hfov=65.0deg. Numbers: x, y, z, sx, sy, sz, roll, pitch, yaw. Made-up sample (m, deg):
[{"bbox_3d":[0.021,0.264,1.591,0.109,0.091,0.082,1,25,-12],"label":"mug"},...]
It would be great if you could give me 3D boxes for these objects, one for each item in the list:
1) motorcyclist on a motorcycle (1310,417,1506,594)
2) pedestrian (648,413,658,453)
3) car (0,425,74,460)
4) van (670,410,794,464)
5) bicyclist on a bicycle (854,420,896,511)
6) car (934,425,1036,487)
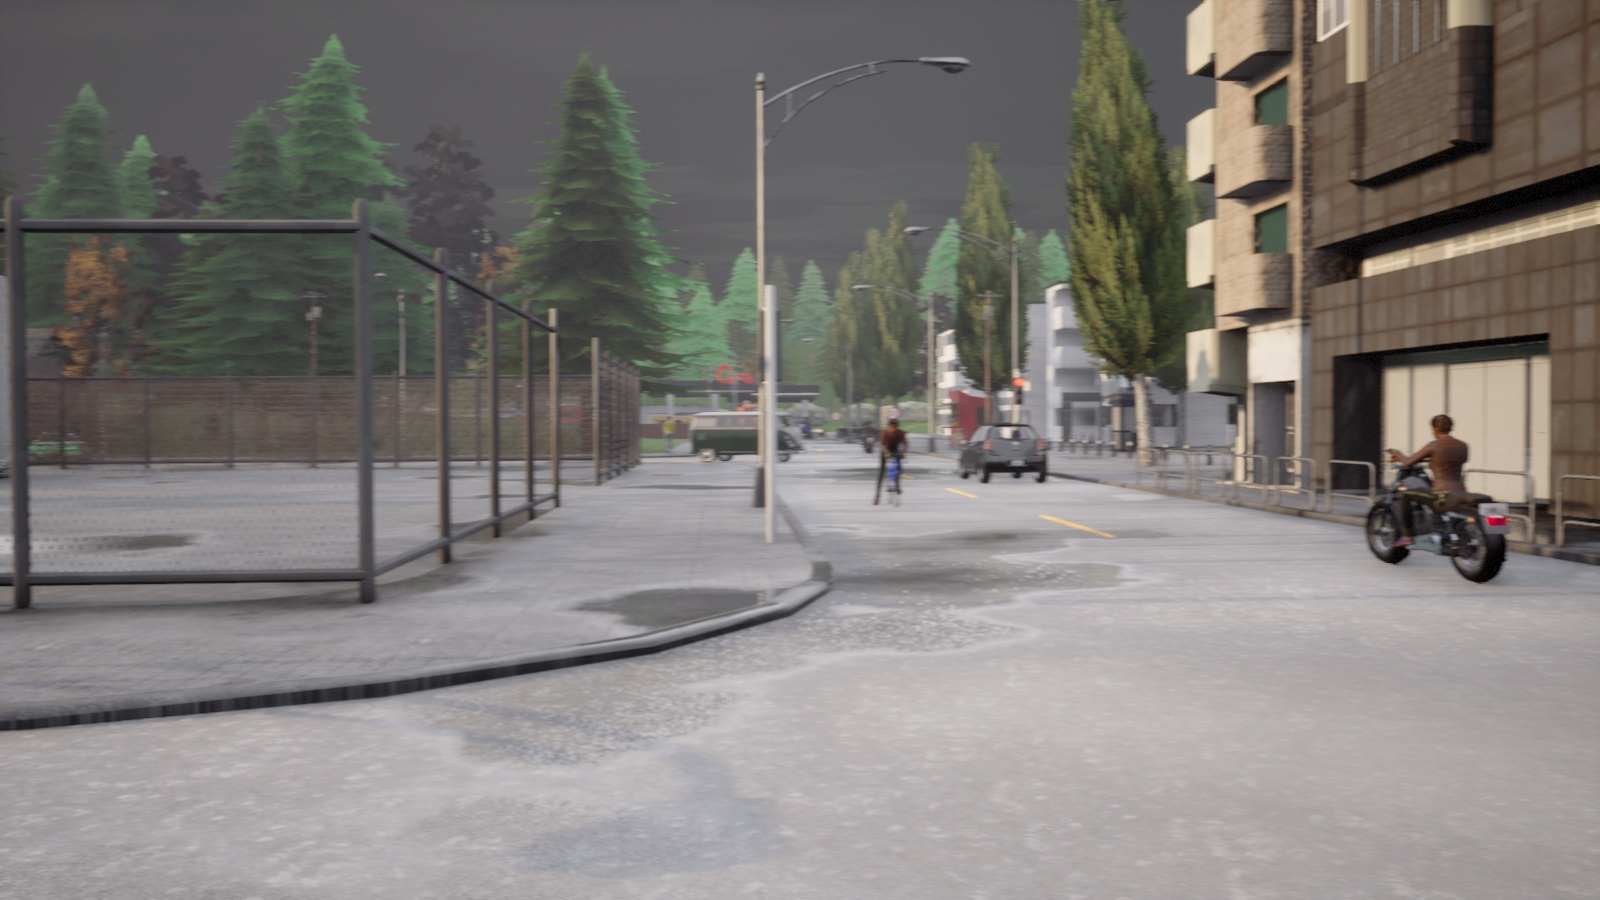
[{"bbox_3d":[6.146,0.491,12.884,0.766,1.649,2.350,0,1,-3],"label":"motorcyclist on a motorcycle"},{"bbox_3d":[-6.951,-0.806,59.233,0.354,1.836,0.706,0,1,3],"label":"pedestrian"},{"bbox_3d":[-31.423,-0.318,51.727,2.207,1.376,1.481,0,1,-4],"label":"car"},{"bbox_3d":[-2.615,-0.512,48.233,4.442,1.987,1.775,1,1,24],"label":"van"},{"bbox_3d":[1.379,0.253,23.343,0.582,1.620,1.656,0,2,-4],"label":"bicyclist on a bicycle"},{"bbox_3d":[4.724,0.111,32.513,1.845,1.501,3.633,0,1,-4],"label":"car"}]
